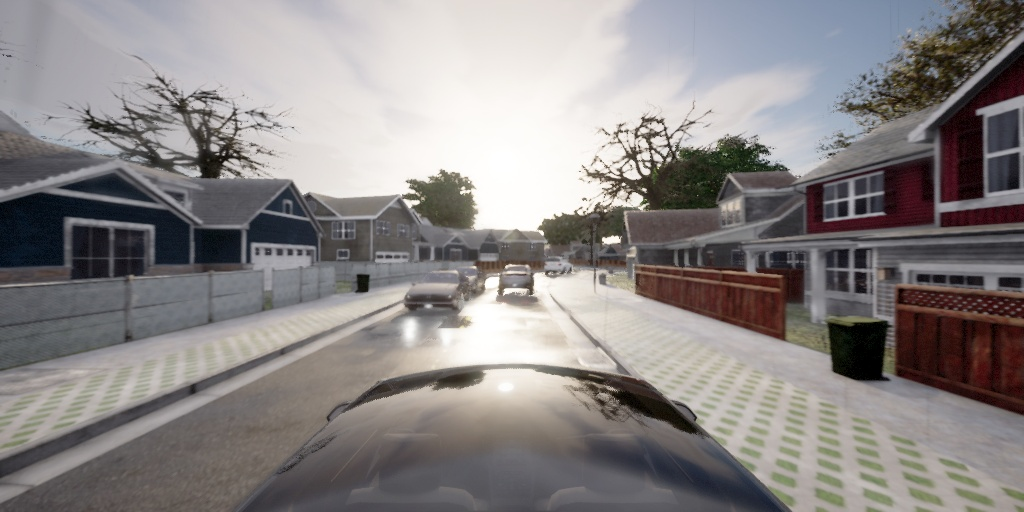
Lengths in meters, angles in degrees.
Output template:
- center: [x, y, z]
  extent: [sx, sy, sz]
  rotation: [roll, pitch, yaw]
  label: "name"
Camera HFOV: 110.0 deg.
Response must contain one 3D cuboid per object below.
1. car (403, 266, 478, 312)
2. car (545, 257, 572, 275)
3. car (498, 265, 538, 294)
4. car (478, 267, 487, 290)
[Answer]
- center: [-2.762, 1.296, 14.536]
  extent: [2.033, 1.411, 5.357]
  rotation: [0, 0, 0]
  label: "car"
- center: [5.470, 1.135, 41.833]
  extent: [2.150, 2.045, 5.566]
  rotation: [0, -1, 22]
  label: "car"
- center: [0.344, 1.225, 20.042]
  extent: [2.128, 1.511, 4.902]
  rotation: [0, 0, 5]
  label: "car"
- center: [-2.572, 1.285, 20.179]
  extent: [2.033, 1.411, 5.357]
  rotation: [0, 1, 4]
  label: "car"
